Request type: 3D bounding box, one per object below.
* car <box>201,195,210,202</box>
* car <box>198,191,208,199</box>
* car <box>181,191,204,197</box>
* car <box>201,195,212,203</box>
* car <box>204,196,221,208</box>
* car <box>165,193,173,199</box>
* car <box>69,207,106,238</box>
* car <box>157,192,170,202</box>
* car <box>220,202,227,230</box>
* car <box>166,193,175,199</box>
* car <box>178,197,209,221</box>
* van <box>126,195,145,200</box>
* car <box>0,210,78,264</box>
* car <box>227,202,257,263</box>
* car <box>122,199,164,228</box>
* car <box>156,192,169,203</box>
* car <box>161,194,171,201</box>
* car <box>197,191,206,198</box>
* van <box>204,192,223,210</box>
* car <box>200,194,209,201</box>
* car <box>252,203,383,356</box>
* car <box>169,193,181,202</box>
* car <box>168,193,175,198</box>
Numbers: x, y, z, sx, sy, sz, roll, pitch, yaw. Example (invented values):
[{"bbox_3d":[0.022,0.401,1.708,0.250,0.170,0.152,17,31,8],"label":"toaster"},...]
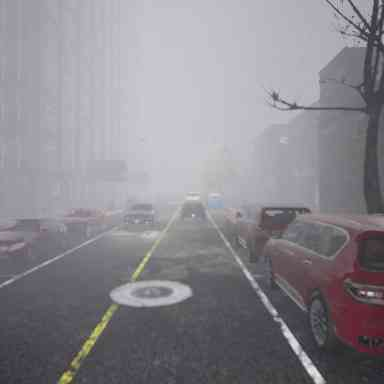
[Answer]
[{"bbox_3d":[2.679,1.202,66.987,1.802,1.307,4.206,1,0,0],"label":"car"},{"bbox_3d":[2.677,0.824,83.623,2.192,1.841,5.009,1,0,0],"label":"car"},{"bbox_3d":[0.085,0.989,43.606,2.150,2.045,5.566,0,1,0],"label":"car"},{"bbox_3d":[2.681,1.201,61.442,1.887,1.381,4.507,1,0,0],"label":"car"},{"bbox_3d":[2.686,1.325,44.802,1.947,1.339,4.313,1,0,0],"label":"car"},{"bbox_3d":[-5.706,1.035,83.449,1.752,1.417,4.829,1,0,0],"label":"car"},{"bbox_3d":[-5.685,1.460,17.067,1.887,1.381,4.507,1,0,0],"label":"car"},{"bbox_3d":[-5.697,0.935,66.981,2.192,1.841,5.009,1,0,0],"label":"car"},{"bbox_3d":[2.696,1.440,17.240,1.752,1.417,4.829,1,0,0],"label":"car"},{"bbox_3d":[-5.709,1.036,89.167,1.947,1.339,4.313,1,0,0],"label":"car"},{"bbox_3d":[0.090,1.374,25.654,1.837,1.490,4.892,0,0,0],"label":"car"},{"bbox_3d":[-5.687,1.165,33.705,1.690,1.788,3.998,1,0,0],"label":"van"},{"bbox_3d":[-5.684,1.526,11.521,1.802,1.307,4.206,1,0,0],"label":"car"},{"bbox_3d":[2.700,1.259,11.523,2.192,1.841,5.009,1,0,0],"label":"car"},{"bbox_3d":[-3.105,1.399,21.072,1.837,1.490,4.892,0,0,0],"label":"car"},{"bbox_3d":[-5.700,1.237,61.437,1.802,1.307,4.206,1,0,0],"label":"car"},{"bbox_3d":[-5.702,1.110,72.358,1.752,1.417,4.829,1,0,0],"label":"car"},{"bbox_3d":[2.674,0.747,94.716,2.192,1.841,5.009,1,0,0],"label":"car"},{"bbox_3d":[2.691,1.133,39.255,1.690,1.788,3.998,1,0,0],"label":"van"},{"bbox_3d":[2.678,1.108,72.703,1.752,1.417,4.829,1,0,0],"label":"car"},{"bbox_3d":[2.702,1.287,5.974,2.192,1.841,5.009,1,0,0],"label":"car"},{"bbox_3d":[-3.022,1.153,65.179,2.128,1.511,4.902,0,0,0],"label":"car"},{"bbox_3d":[-5.710,0.958,94.542,1.752,1.417,4.829,1,0,0],"label":"car"}]
